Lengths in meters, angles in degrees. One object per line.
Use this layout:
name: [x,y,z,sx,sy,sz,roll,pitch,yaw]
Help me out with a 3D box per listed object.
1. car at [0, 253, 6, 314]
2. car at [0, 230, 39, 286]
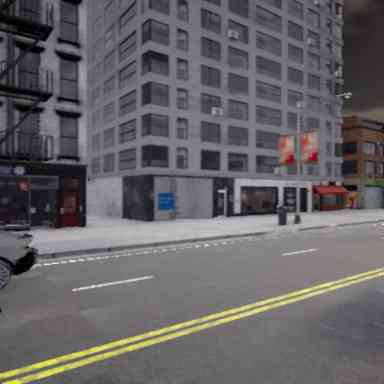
car: [-5.104,1.603,4.036,4.718,1.301,1.895,0,0,-35]
car: [-6.064,1.493,7.343,4.902,1.511,2.128,0,0,-35]
